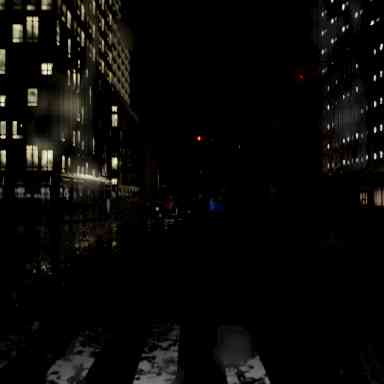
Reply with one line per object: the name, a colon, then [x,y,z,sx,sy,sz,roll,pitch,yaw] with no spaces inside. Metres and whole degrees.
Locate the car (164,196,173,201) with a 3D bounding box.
car: [-5.574,1.569,80.186,1.802,1.307,4.206,0,0,0]

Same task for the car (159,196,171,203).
car: [-5.626,1.541,69.107,2.008,1.369,4.403,0,0,0]

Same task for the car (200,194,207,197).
car: [2.730,1.306,63.529,2.192,1.841,5.009,0,0,0]

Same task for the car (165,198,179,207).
car: [-3.102,1.594,53.379,1.895,1.301,4.718,0,0,0]

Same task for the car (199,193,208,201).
car: [2.833,1.300,85.687,2.192,1.841,5.009,0,0,0]

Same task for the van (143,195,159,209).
van: [-5.728,1.336,46.951,1.690,1.788,3.998,0,0,0]

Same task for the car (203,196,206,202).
car: [2.650,1.540,41.376,1.887,1.381,4.507,0,0,0]

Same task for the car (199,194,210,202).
car: [2.781,1.304,74.609,2.192,1.841,5.009,0,0,0]

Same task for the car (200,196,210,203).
car: [2.754,1.535,69.069,1.887,1.381,4.507,0,0,0]

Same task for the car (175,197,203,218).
car: [-0.252,1.474,30.019,1.882,1.535,5.008,-1,0,-1]

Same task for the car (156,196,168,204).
car: [-5.652,1.557,63.568,1.947,1.339,4.313,0,0,0]

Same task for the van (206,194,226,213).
van: [2.715,1.337,35.837,1.690,1.788,3.998,0,0,0]

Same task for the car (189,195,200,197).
car: [0.123,1.495,60.720,1.837,1.490,4.892,0,-1,0]

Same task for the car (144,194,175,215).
car: [-3.200,1.218,33.527,2.150,2.045,5.566,0,0,0]
